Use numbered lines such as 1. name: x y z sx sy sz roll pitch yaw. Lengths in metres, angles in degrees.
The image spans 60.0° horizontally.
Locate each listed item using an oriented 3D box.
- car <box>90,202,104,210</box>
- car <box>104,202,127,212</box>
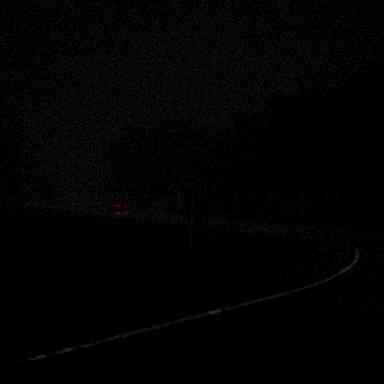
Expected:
1. car: -16.791 2.467 59.500 1.882 1.535 5.008 3 -3 -34
2. car: -11.774 2.370 52.271 1.812 1.442 4.674 3 -2 -34
